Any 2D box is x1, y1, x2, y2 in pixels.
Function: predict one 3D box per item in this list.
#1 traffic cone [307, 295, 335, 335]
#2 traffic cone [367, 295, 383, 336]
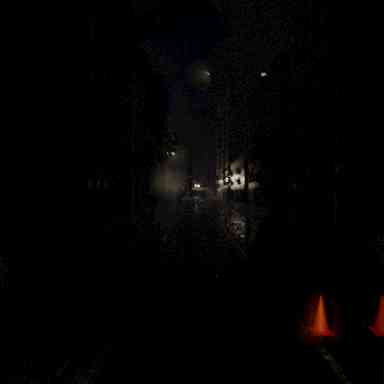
[{"bbox_3d":[2.104,1.976,5.426,0.340,0.580,0.340,0,0,0],"label":"traffic cone"},{"bbox_3d":[3.104,1.983,5.420,0.340,0.580,0.340,0,0,0],"label":"traffic cone"}]
